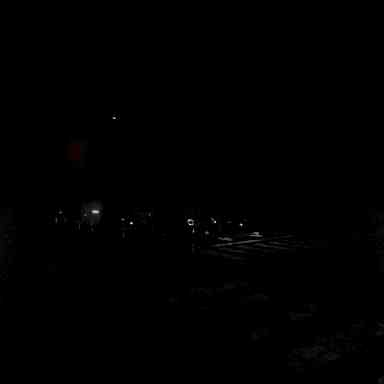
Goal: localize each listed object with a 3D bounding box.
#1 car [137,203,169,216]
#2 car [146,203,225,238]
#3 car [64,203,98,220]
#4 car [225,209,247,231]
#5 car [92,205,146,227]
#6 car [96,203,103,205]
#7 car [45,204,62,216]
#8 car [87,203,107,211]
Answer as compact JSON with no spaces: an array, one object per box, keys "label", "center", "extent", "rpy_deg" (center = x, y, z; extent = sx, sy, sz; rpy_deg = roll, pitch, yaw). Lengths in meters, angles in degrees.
[{"label":"car","center":[-5.141,2.151,42.807],"extent":[1.882,1.535,5.008],"rpy_deg":[0,-1,-36]},{"label":"car","center":[-0.532,1.637,19.600],"extent":[2.097,1.767,4.553],"rpy_deg":[0,-1,-36]},{"label":"car","center":[-11.942,2.214,35.269],"extent":[1.994,1.385,4.181],"rpy_deg":[0,-1,-36]},{"label":"car","center":[1.571,1.801,22.235],"extent":[1.837,1.490,4.892],"rpy_deg":[0,-1,-36]},{"label":"car","center":[-6.108,2.009,27.255],"extent":[2.033,1.411,5.357],"rpy_deg":[0,-1,-35]},{"label":"car","center":[-10.476,2.230,38.767],"extent":[2.033,1.411,5.357],"rpy_deg":[0,-1,-36]},{"label":"car","center":[-17.768,2.332,43.309],"extent":[2.128,1.511,4.902],"rpy_deg":[0,-1,-36]},{"label":"car","center":[-16.935,2.657,58.984],"extent":[1.895,1.301,4.718],"rpy_deg":[0,-1,-36]}]
